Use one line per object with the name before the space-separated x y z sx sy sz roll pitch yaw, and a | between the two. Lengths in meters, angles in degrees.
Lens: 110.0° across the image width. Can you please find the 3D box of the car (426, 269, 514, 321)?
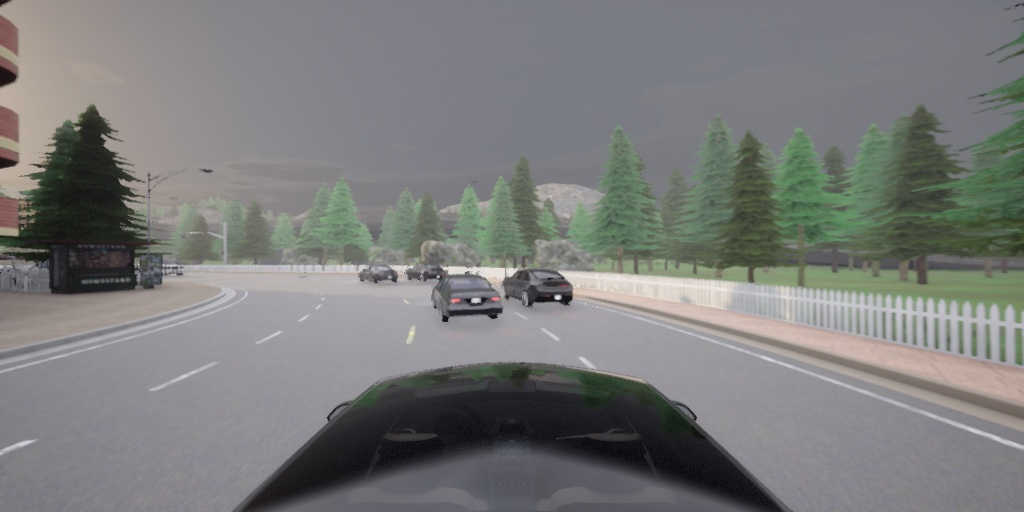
car | -1.758 1.345 12.757 2.033 1.411 5.357 0 0 -17

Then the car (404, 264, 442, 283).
car | -7.390 1.398 30.243 1.837 1.490 4.892 0 0 -40

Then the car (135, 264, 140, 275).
car | -40.875 1.501 37.974 4.553 1.767 2.097 0 0 22

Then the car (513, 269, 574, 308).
car | 0.925 1.294 15.642 1.837 1.490 4.892 0 0 -19

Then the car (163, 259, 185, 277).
car | -40.649 1.382 41.647 5.566 2.045 2.150 -1 0 22

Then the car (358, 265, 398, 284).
car | -10.732 1.435 28.755 1.812 1.442 4.674 0 0 -41
